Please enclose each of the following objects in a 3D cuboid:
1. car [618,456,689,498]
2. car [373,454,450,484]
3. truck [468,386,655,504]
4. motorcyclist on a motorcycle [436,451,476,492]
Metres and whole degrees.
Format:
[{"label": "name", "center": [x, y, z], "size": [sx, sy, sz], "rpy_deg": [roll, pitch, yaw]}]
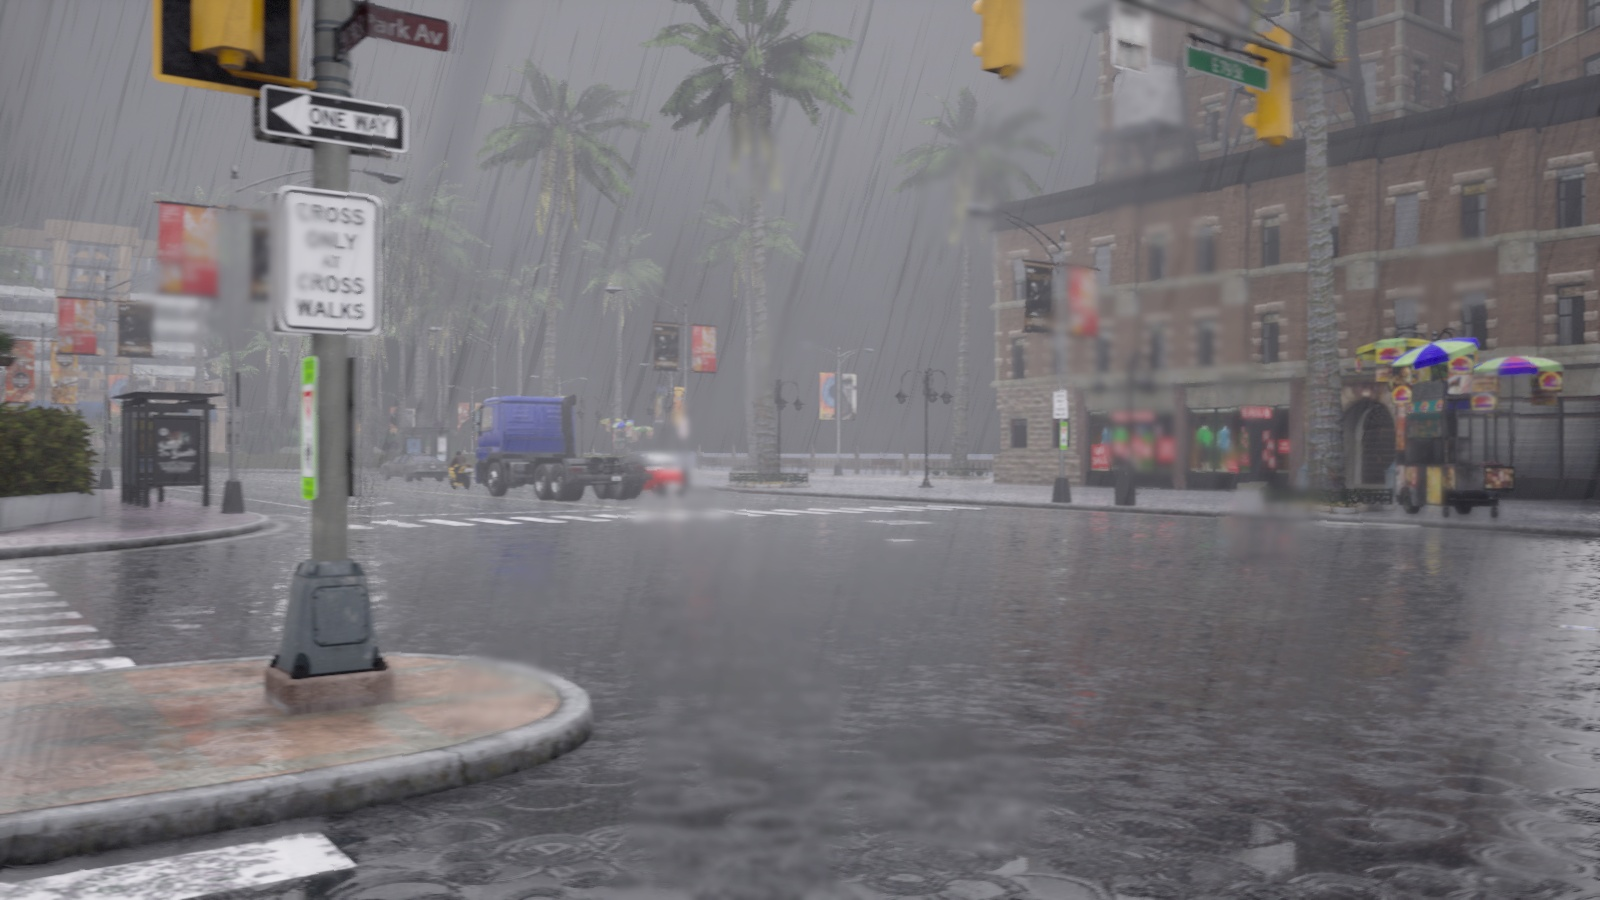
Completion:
[{"label": "car", "center": [-5.000, 0.886, 42.747], "size": [1.481, 1.376, 2.207], "rpy_deg": [0, 0, -36]}, {"label": "car", "center": [-19.530, 0.933, 62.991], "size": [2.033, 1.411, 5.357], "rpy_deg": [0, 0, -37]}, {"label": "truck", "center": [-7.918, -0.150, 40.810], "size": [2.891, 3.462, 7.936], "rpy_deg": [0, 0, -36]}, {"label": "motorcyclist on a motorcycle", "center": [-13.261, 0.831, 48.344], "size": [0.797, 1.523, 2.044], "rpy_deg": [0, -1, -36]}]
